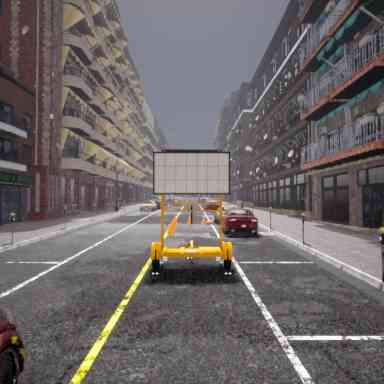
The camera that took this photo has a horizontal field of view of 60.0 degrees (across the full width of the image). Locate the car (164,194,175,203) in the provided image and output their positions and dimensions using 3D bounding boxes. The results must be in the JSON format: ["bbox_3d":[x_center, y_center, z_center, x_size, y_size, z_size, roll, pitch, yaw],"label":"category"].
[{"bbox_3d":[-5.295,1.525,79.716,2.192,1.841,5.009,1,0,0],"label":"car"}]

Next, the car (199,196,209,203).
[{"bbox_3d":[2.590,1.626,74.126,1.967,1.590,4.097,1,0,0],"label":"car"}]

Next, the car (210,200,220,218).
[{"bbox_3d":[2.584,1.555,24.520,1.752,1.417,4.829,1,0,0],"label":"car"}]

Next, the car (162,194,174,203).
[{"bbox_3d":[-5.295,1.501,74.187,2.192,1.841,5.009,1,0,0],"label":"car"}]

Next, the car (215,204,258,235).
[{"bbox_3d":[2.584,1.565,18.818,1.887,1.381,4.507,1,0,0],"label":"car"}]

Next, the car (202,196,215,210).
[{"bbox_3d":[2.582,1.614,40.940,1.887,1.381,4.507,1,0,0],"label":"car"}]

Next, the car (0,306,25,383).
[{"bbox_3d":[-2.851,1.565,2.005,1.994,1.385,4.181,0,0,0],"label":"car"}]

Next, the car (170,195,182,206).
[{"bbox_3d":[-2.754,1.610,57.944,2.128,1.511,4.902,0,0,0],"label":"car"}]

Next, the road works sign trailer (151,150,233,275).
[{"bbox_3d":[-0.010,0.473,10.490,2.380,3.560,2.880,0,0,0],"label":"road works sign trailer"}]

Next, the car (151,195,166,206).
[{"bbox_3d":[-5.292,1.399,46.535,2.192,1.841,5.009,2,0,0],"label":"car"}]

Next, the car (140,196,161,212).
[{"bbox_3d":[-5.297,1.594,40.833,1.752,1.417,4.829,2,0,0],"label":"car"}]

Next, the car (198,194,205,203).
[{"bbox_3d":[2.581,1.684,63.064,1.887,1.381,4.507,1,0,0],"label":"car"}]

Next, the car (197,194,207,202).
[{"bbox_3d":[2.550,1.551,85.188,2.192,1.841,5.009,1,0,0],"label":"car"}]

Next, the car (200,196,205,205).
[{"bbox_3d":[2.581,1.635,46.472,2.008,1.369,4.403,1,0,0],"label":"car"}]

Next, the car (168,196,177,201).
[{"bbox_3d":[-5.302,1.830,90.778,1.947,1.339,4.313,1,0,0],"label":"car"}]

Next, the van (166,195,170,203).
[{"bbox_3d":[-5.294,1.459,57.594,1.690,1.788,3.998,2,0,0],"label":"van"}]

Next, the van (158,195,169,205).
[{"bbox_3d":[-5.295,1.481,63.126,1.690,1.788,3.998,1,0,0],"label":"van"}]
